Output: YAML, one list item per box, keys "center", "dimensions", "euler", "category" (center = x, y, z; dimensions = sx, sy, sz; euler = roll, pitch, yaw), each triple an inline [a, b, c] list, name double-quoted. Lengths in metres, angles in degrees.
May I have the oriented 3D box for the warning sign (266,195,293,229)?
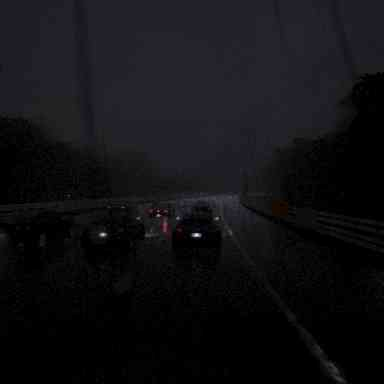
- center: [4.950, 1.105, 18.897]
  dimensions: [1.300, 1.860, 1.060]
  euler: [0, 0, 2]
  category: "warning sign"

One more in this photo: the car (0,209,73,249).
- center: [-6.767, 1.478, 14.538]
  dimensions: [1.882, 1.535, 5.008]
  euler: [0, 0, 2]
  category: "car"

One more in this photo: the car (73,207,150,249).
- center: [-3.269, 1.566, 14.429]
  dimensions: [1.994, 1.385, 4.181]
  euler: [0, 0, 2]
  category: "car"

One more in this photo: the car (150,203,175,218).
- center: [-2.585, 1.598, 29.299]
  dimensions: [1.895, 1.301, 4.718]
  euler: [0, 0, 3]
  category: "car"

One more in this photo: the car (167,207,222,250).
- center: [0.230, 1.566, 14.320]
  dimensions: [1.994, 1.385, 4.181]
  euler: [0, 0, 2]
  category: "car"

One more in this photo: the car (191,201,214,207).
- center: [0.908, 1.515, 29.064]
  dimensions: [1.812, 1.442, 4.674]
  euler: [0, 0, 3]
  category: "car"

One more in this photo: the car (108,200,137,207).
- center: [-6.080, 1.477, 29.474]
  dimensions: [2.128, 1.511, 4.902]
  euler: [0, 0, 3]
  category: "car"
